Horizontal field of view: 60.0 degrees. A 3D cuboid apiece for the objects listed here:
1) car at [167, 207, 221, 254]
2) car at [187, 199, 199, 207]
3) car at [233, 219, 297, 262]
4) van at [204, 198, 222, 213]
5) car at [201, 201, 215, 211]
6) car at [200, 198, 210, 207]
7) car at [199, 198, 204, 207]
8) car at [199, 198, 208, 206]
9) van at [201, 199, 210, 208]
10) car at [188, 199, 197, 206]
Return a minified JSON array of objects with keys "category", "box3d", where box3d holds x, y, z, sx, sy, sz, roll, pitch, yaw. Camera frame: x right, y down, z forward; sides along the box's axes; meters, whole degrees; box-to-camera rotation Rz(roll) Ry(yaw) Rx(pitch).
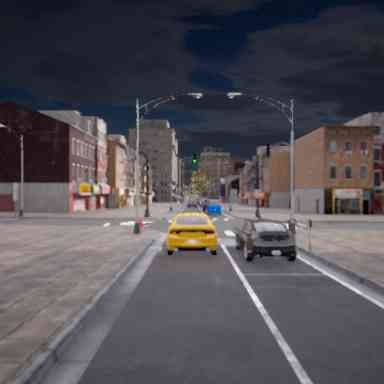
[{"category":"car","box3d":[-0.014,1.633,14.228,1.882,1.535,5.008,0,-1,0]},{"category":"car","box3d":[0.032,2.534,65.822,1.895,1.301,4.718,0,-1,0]},{"category":"car","box3d":[2.629,1.687,12.581,2.008,1.369,4.403,-1,-1,0]},{"category":"van","box3d":[2.629,1.836,39.540,1.690,1.788,3.998,-1,-1,0]},{"category":"car","box3d":[2.636,2.299,55.405,2.008,1.369,4.403,-1,-1,0]},{"category":"car","box3d":[3.002,2.395,78.085,2.150,2.045,5.566,0,-1,0]},{"category":"car","box3d":[2.630,1.974,50.121,2.192,1.841,5.009,-1,-1,0]},{"category":"car","box3d":[3.004,2.538,85.086,2.150,2.045,5.566,0,-1,0]},{"category":"van","box3d":[2.633,2.277,65.989,1.690,1.788,3.998,-1,-1,0]},{"category":"car","box3d":[0.022,2.561,79.898,2.128,1.511,4.902,0,-1,0]}]
